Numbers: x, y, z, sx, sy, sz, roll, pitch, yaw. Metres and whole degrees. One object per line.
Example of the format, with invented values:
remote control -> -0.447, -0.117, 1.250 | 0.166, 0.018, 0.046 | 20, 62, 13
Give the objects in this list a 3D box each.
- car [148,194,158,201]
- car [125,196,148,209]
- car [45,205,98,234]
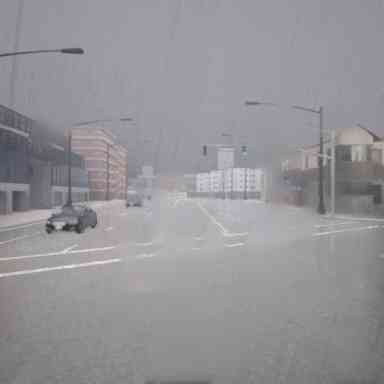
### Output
car -> -8.199, 1.138, 68.698 | 1.895, 1.301, 4.718 | 0, 0, -2
car -> -7.520, 1.350, 43.703 | 2.128, 1.511, 4.902 | 0, 1, -2
car -> -6.865, 1.548, 19.416 | 2.128, 1.511, 4.902 | 0, 0, -2
